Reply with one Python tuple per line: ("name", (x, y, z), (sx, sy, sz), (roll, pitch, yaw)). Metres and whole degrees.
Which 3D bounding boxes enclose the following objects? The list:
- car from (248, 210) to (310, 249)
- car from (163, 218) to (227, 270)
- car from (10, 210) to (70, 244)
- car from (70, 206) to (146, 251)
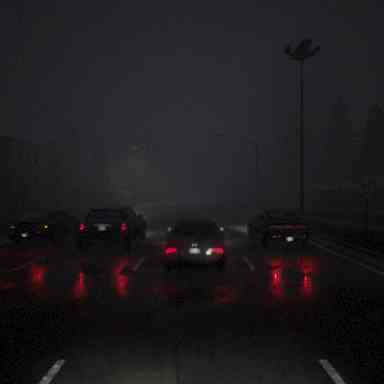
("car", (3.690, 1.529, 14.809), (2.128, 1.511, 4.902), (0, 0, 1))
("car", (0.118, 1.575, 11.097), (2.033, 1.411, 5.357), (0, 0, 1))
("car", (-6.796, 1.564, 15.868), (1.812, 1.442, 4.674), (0, 0, 1))
("car", (-3.314, 1.386, 14.508), (2.097, 1.767, 4.553), (0, 0, 1))
